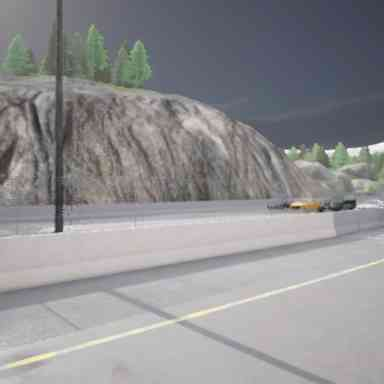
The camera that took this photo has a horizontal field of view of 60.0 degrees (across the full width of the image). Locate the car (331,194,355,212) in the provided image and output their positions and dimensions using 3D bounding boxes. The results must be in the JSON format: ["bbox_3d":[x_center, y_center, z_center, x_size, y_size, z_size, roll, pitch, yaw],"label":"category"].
[{"bbox_3d":[15.804,1.204,35.809,5.566,2.045,2.150,0,0,-42],"label":"car"}]

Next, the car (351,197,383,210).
[{"bbox_3d":[17.887,1.502,32.971,4.674,1.442,1.812,0,0,-42],"label":"car"}]
